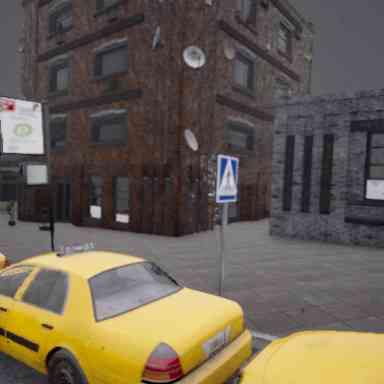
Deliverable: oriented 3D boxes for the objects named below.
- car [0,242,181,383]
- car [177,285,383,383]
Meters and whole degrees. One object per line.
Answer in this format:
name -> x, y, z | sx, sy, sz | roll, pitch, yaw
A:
car -> -1.851, 1.513, 4.823 | 5.366, 1.575, 1.946 | -1, 0, 35
car -> 2.671, 1.464, 1.650 | 5.366, 1.575, 1.946 | -1, 0, 35
